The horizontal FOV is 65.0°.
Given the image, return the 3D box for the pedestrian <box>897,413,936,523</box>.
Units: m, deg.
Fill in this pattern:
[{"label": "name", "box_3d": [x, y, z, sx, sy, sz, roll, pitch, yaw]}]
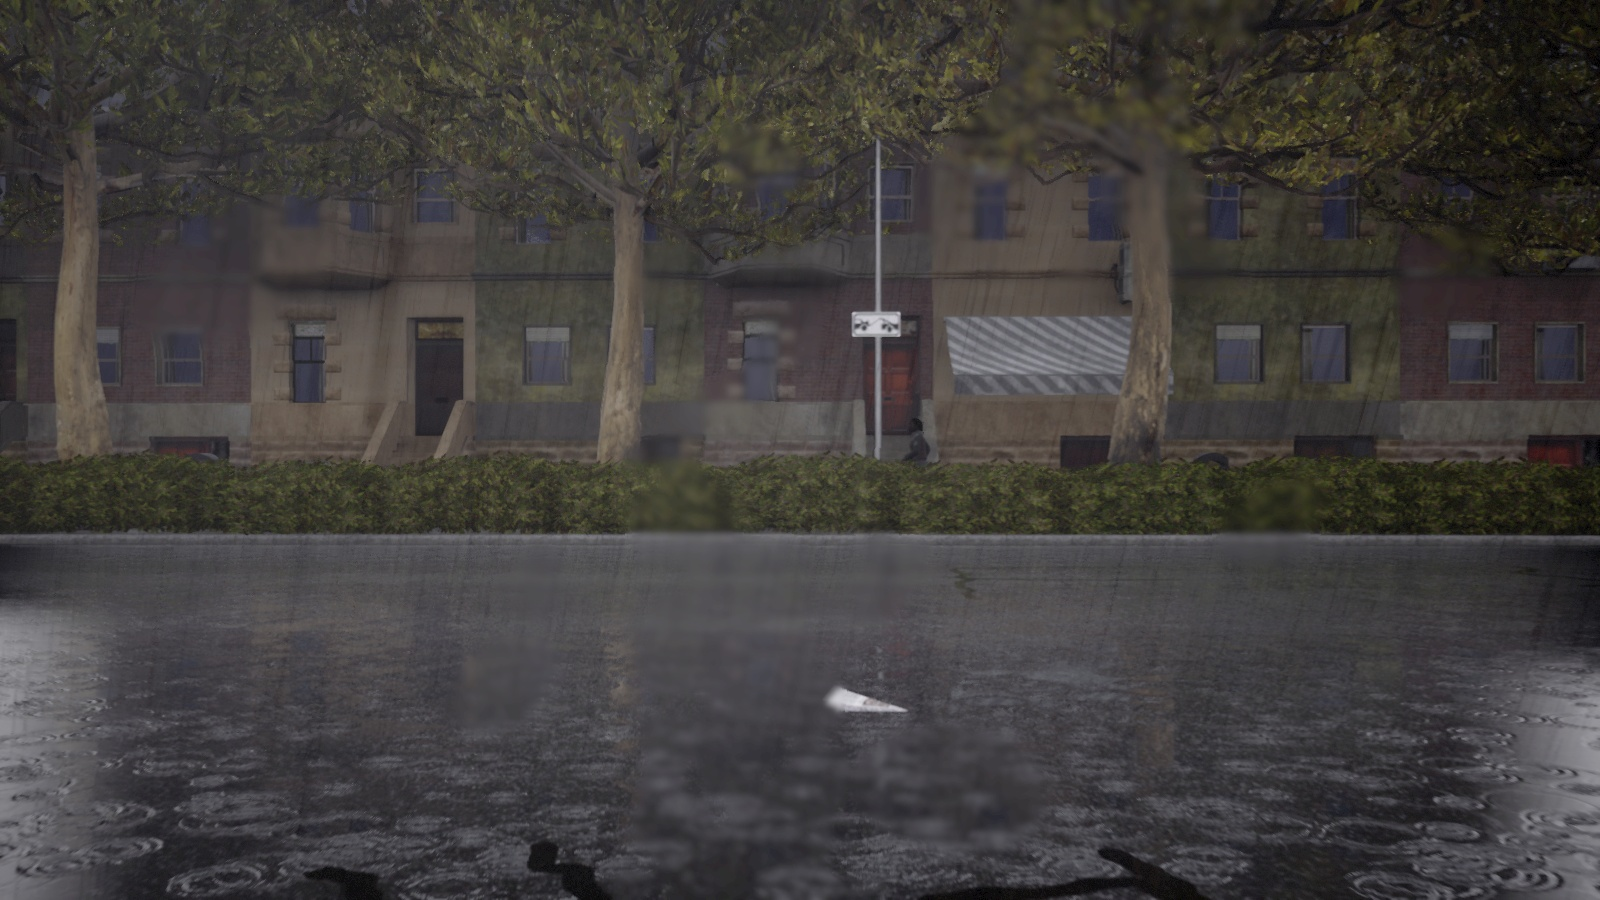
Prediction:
[{"label": "pedestrian", "box_3d": [2.060, 0.318, 22.205, 0.666, 1.930, 0.402, 0, 0, 1]}]
